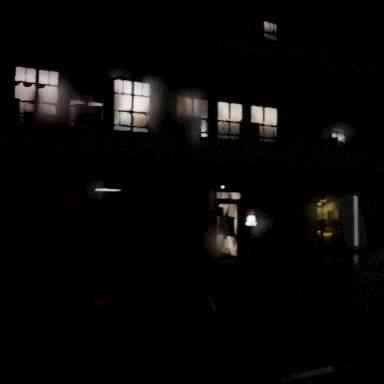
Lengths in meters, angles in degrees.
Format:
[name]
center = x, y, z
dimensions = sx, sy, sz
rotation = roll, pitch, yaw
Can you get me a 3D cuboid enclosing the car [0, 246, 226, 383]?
[car]
center = -1.707, 1.602, 4.460
dimensions = 4.097, 1.590, 1.967
rotation = 0, -1, -20
